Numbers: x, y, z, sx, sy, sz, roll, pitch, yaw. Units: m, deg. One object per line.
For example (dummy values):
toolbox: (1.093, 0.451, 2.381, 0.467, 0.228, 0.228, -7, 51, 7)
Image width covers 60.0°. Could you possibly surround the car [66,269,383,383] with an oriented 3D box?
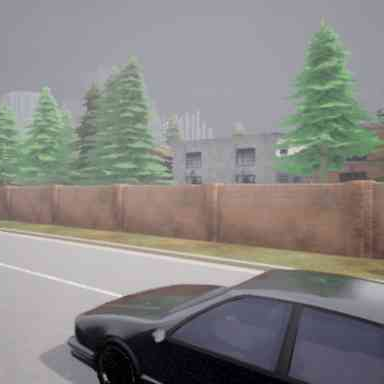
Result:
car: (1.062, 1.544, 3.229, 5.357, 1.411, 2.033, 0, 0, 36)
